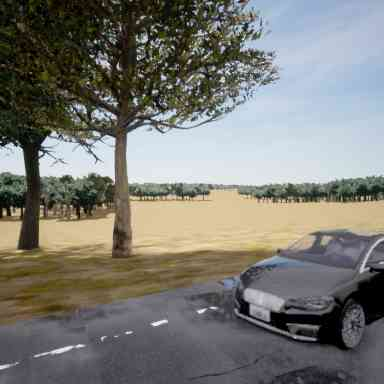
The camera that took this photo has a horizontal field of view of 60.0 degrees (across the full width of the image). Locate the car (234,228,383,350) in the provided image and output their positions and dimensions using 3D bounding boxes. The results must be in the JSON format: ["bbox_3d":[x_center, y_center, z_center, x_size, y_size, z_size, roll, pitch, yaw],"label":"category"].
[{"bbox_3d":[2.915,1.502,6.354,4.902,1.511,2.128,0,0,-38],"label":"car"}]
